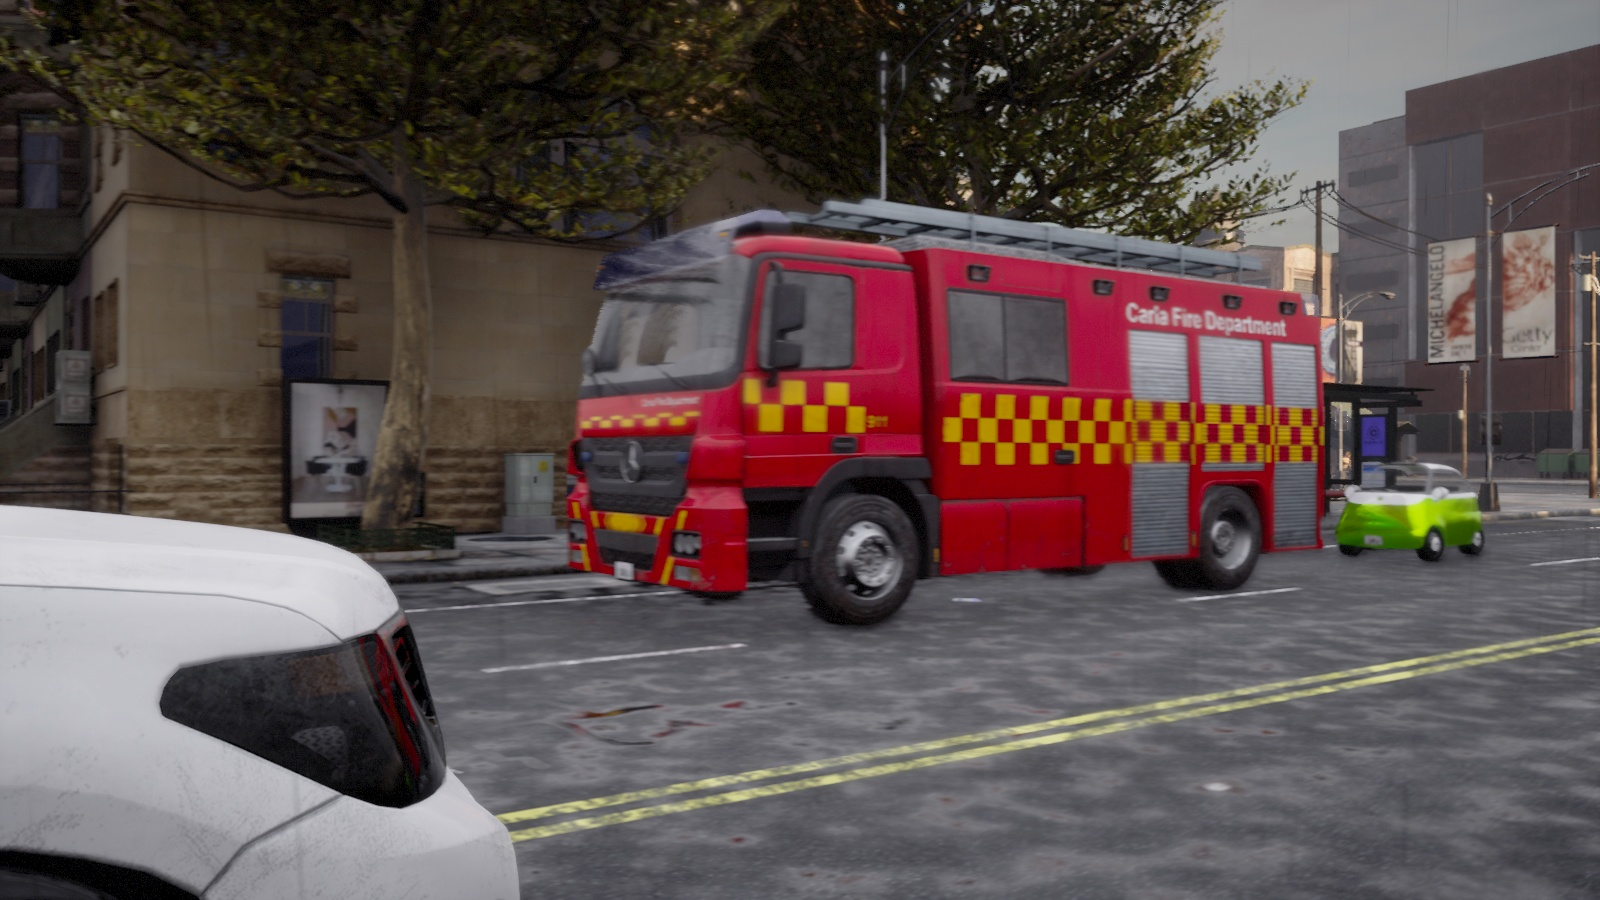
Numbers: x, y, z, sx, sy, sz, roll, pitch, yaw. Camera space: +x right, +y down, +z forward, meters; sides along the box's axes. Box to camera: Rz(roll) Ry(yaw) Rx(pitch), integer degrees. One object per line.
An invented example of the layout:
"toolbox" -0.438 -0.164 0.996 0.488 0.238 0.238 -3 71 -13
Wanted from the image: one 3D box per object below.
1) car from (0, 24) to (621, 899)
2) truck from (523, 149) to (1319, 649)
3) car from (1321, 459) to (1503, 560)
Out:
"car" -3.203 0.474 1.430 5.566 2.045 2.150 0 0 -35
"truck" 1.665 -0.391 13.214 8.468 3.827 2.891 0 0 -35
"car" 8.936 0.826 18.343 2.207 1.376 1.481 0 0 -34
